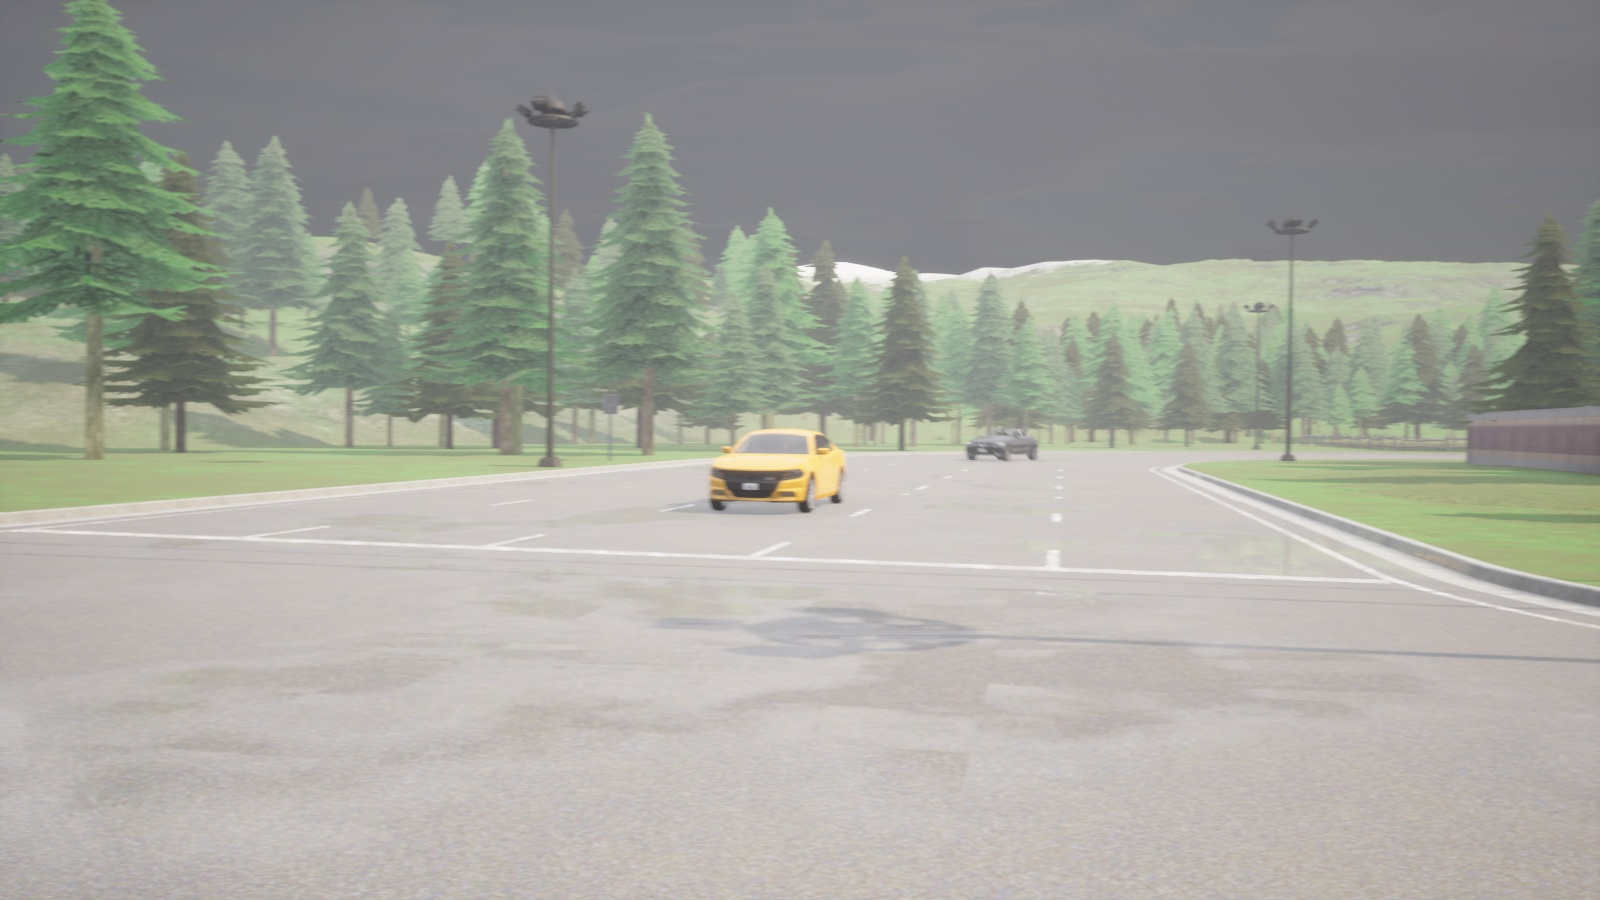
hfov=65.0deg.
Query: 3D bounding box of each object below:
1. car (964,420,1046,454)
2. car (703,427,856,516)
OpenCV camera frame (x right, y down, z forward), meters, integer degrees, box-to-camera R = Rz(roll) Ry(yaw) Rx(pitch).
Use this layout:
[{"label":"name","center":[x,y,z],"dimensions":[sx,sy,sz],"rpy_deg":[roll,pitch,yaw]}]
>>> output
[{"label":"car","center":[10.316,-0.667,62.890],"dimensions":[2.152,1.651,5.027],"rpy_deg":[0,1,33]},{"label":"car","center":[-0.262,0.335,24.449],"dimensions":[1.882,1.535,5.008],"rpy_deg":[0,1,12]}]
